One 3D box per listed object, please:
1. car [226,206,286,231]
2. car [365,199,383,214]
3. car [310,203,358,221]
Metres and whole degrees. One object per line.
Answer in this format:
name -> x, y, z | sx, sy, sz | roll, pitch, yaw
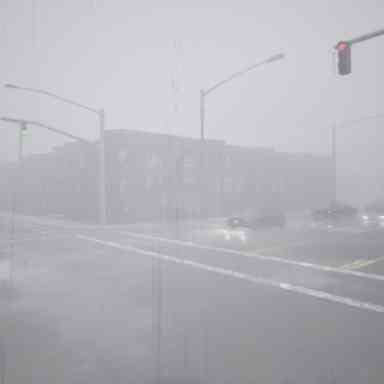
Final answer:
car -> 4.109, 1.599, 21.021 | 4.181, 1.385, 1.994 | 0, 0, -40
car -> 19.491, 1.432, 34.014 | 5.008, 1.535, 1.882 | 0, 0, -40
car -> 11.743, 1.596, 27.480 | 4.718, 1.301, 1.895 | 0, 0, -40
